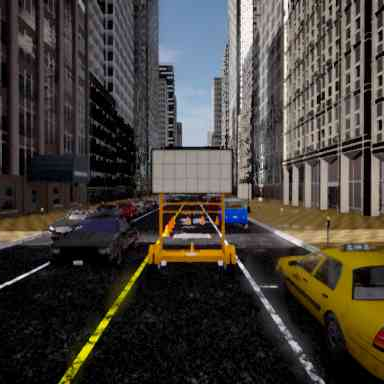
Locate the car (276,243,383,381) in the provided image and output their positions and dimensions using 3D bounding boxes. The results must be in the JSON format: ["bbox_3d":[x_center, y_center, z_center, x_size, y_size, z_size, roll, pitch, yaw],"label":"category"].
[{"bbox_3d":[2.684,1.523,5.655,1.752,1.417,4.829,-1,0,0],"label":"car"}]

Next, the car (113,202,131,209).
[{"bbox_3d":[-5.694,1.557,22.538,1.947,1.339,4.313,-1,0,0],"label":"car"}]

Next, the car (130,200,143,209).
[{"bbox_3d":[-5.693,1.534,28.221,1.887,1.381,4.507,-1,0,0],"label":"car"}]

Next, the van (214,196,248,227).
[{"bbox_3d":[2.685,1.332,22.536,1.690,1.788,3.998,-1,0,0],"label":"van"}]

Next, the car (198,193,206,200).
[{"bbox_3d":[2.695,1.276,90.741,2.192,1.841,5.009,-1,0,0],"label":"car"}]

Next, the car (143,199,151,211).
[{"bbox_3d":[-5.693,1.537,33.905,2.008,1.369,4.403,-1,0,0],"label":"car"}]

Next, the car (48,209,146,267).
[{"bbox_3d":[-3.099,1.543,11.725,2.033,1.411,5.357,0,0,0],"label":"car"}]

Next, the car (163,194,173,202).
[{"bbox_3d":[-5.686,1.407,79.374,1.967,1.590,4.097,-1,0,0],"label":"car"}]

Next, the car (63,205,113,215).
[{"bbox_3d":[-5.695,1.544,16.854,2.008,1.369,4.403,-1,0,0],"label":"car"}]

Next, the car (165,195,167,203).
[{"bbox_3d":[-5.687,1.526,62.323,2.008,1.369,4.403,-1,0,0],"label":"car"}]

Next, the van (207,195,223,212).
[{"bbox_3d":[2.687,1.326,39.587,1.690,1.788,3.998,-1,0,0],"label":"van"}]

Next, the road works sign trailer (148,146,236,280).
[{"bbox_3d":[0.003,0.460,9.885,2.380,3.560,2.880,0,0,0],"label":"road works sign trailer"}]

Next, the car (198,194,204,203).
[{"bbox_3d":[2.693,1.526,62.321,2.008,1.369,4.403,-1,0,0],"label":"car"}]

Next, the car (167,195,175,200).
[{"bbox_3d":[-5.683,1.487,90.572,1.752,1.417,4.829,-1,0,0],"label":"car"}]

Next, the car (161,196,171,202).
[{"bbox_3d":[-5.685,1.552,73.690,1.802,1.307,4.206,-1,0,0],"label":"car"}]

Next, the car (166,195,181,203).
[{"bbox_3d":[-2.992,1.523,60.302,2.033,1.411,5.357,0,0,0],"label":"car"}]

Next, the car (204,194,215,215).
[{"bbox_3d":[2.686,1.302,33.904,2.192,1.841,5.009,-1,0,0],"label":"car"}]

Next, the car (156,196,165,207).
[{"bbox_3d":[-5.690,1.531,50.956,2.008,1.369,4.403,-1,0,0],"label":"car"}]

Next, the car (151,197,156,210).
[{"bbox_3d":[-5.691,1.566,39.589,1.802,1.307,4.206,-1,0,0],"label":"car"}]
